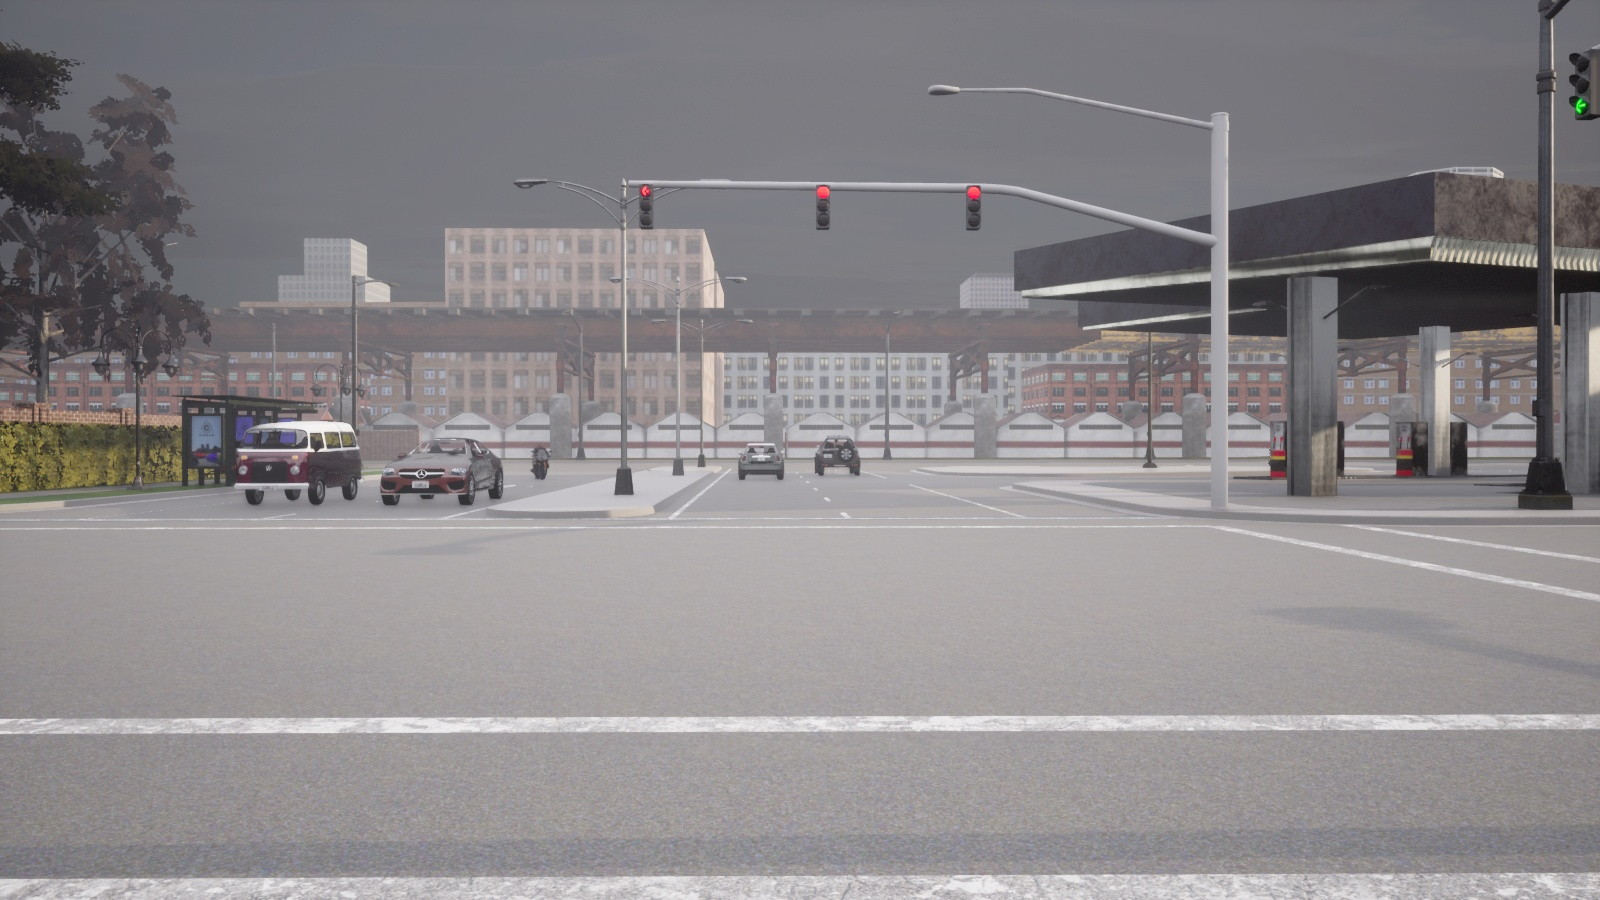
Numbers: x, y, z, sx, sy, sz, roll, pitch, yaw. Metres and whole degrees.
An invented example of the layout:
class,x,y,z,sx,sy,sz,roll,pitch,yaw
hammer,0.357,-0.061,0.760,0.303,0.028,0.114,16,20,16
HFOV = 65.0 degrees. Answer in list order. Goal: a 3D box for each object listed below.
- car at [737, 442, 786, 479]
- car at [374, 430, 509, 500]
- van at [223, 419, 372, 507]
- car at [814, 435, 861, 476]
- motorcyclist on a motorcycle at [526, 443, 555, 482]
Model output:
class,x,y,z,sx,sy,sz,roll,pitch,yaw
car,-1.623,0.414,52.555,1.970,1.475,3.806,0,0,-2
car,-9.015,0.337,32.078,2.152,1.651,5.027,0,0,-2
van,-12.501,0.279,31.581,2.069,2.038,4.480,0,1,-2
car,1.704,0.235,58.377,1.932,1.855,4.605,0,0,-2
motorcyclist on a motorcycle,-10.566,0.484,51.110,0.866,1.530,2.191,0,0,-19
